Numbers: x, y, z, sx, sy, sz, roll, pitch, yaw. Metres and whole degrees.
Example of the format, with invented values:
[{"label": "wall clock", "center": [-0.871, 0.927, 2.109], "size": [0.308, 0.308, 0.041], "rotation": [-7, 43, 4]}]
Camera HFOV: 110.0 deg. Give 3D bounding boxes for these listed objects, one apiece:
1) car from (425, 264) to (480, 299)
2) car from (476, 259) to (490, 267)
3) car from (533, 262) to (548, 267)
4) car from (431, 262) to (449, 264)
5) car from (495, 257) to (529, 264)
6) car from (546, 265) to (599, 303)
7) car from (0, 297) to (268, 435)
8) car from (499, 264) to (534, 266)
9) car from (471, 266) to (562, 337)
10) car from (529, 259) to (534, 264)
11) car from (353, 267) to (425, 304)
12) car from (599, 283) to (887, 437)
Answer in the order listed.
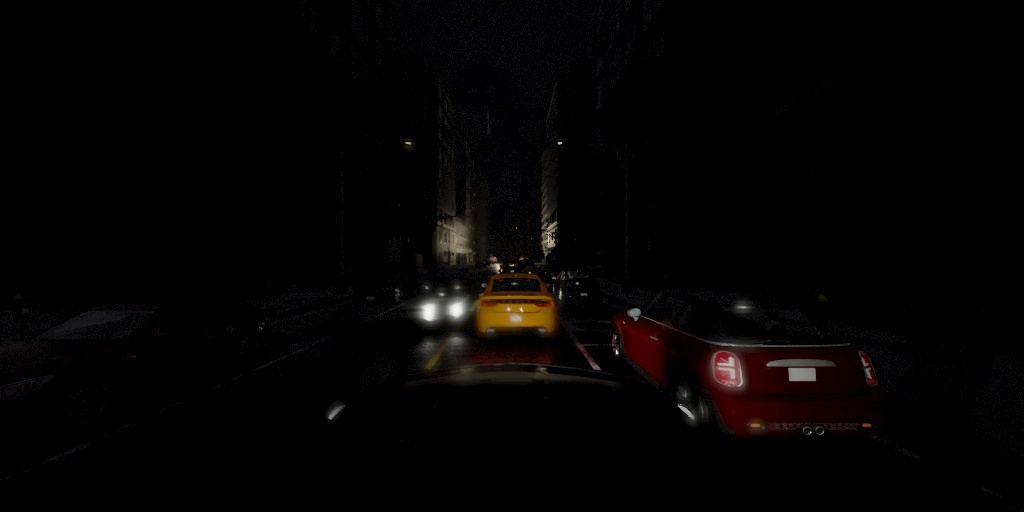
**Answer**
[{"label": "car", "center": [-3.057, 1.298, 18.291], "size": [2.033, 1.411, 5.357], "rotation": [0, 0, 0]}, {"label": "car", "center": [-5.549, 1.374, 64.588], "size": [1.802, 1.307, 4.207], "rotation": [0, 0, 0]}, {"label": "car", "center": [2.891, 1.318, 27.474], "size": [1.948, 1.339, 4.313], "rotation": [0, 0, 0]}, {"label": "car", "center": [-5.634, 1.192, 27.486], "size": [1.967, 1.591, 4.097], "rotation": [0, 0, 0]}, {"label": "car", "center": [0.065, 1.105, 28.076], "size": [2.097, 1.767, 4.553], "rotation": [0, 0, 1]}, {"label": "car", "center": [2.876, 1.301, 16.472], "size": [2.007, 1.370, 4.403], "rotation": [0, 0, 0]}, {"label": "car", "center": [-5.664, 1.332, 5.481], "size": [1.802, 1.307, 4.207], "rotation": [0, 0, 0]}, {"label": "car", "center": [0.124, 1.315, 19.344], "size": [1.994, 1.385, 4.181], "rotation": [0, 0, 0]}, {"label": "car", "center": [0.109, 1.228, 10.356], "size": [1.882, 1.535, 5.008], "rotation": [0, 0, 0]}, {"label": "car", "center": [2.976, 1.232, 64.563], "size": [1.967, 1.591, 4.097], "rotation": [0, 0, 0]}, {"label": "car", "center": [-5.649, 1.316, 16.484], "size": [1.948, 1.339, 4.313], "rotation": [0, 0, 0]}, {"label": "car", "center": [2.861, 1.190, 5.469], "size": [1.967, 1.591, 4.097], "rotation": [0, 0, 0]}]
